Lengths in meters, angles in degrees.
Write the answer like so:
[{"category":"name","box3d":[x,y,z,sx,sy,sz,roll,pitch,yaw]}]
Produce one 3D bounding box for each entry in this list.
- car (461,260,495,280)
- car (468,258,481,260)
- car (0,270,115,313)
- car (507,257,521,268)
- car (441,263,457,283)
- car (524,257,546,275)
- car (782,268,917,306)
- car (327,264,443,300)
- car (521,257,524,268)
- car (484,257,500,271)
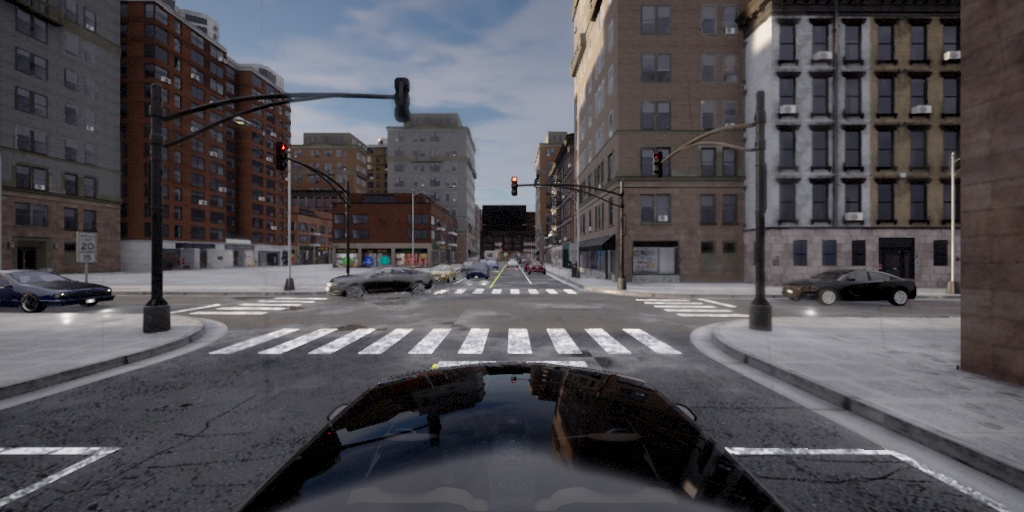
[{"category":"car","box3d":[-2.846,1.297,31.202,2.033,1.411,5.357,0,0,0]},{"category":"car","box3d":[-5.382,1.302,45.068,2.007,1.370,4.403,0,0,0]},{"category":"car","box3d":[-17.802,1.215,12.888,5.357,1.411,2.033,0,0,0]},{"category":"car","box3d":[0.112,1.278,61.904,1.812,1.442,4.674,0,0,0]},{"category":"car","box3d":[-5.384,1.275,27.912,1.751,1.417,4.829,0,0,0]},{"category":"car","box3d":[2.643,1.190,39.404,1.967,1.591,4.097,0,0,0]},{"category":"car","box3d":[14.774,1.309,15.873,5.008,1.535,1.882,0,0,-1]},{"category":"car","box3d":[-6.235,1.227,17.440,4.902,1.511,2.128,1,0,-37]},{"category":"car","box3d":[2.644,1.066,45.066,2.192,1.841,5.009,0,0,0]},{"category":"car","box3d":[-2.829,1.277,49.829,1.812,1.442,4.674,0,0,0]}]
